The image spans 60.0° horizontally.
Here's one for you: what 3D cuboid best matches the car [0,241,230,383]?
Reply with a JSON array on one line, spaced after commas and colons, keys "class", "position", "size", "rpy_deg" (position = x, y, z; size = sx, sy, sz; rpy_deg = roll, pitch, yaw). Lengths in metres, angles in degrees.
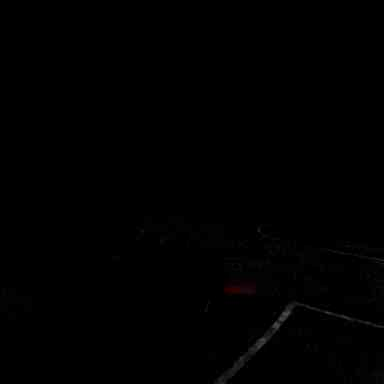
[{"class": "car", "position": [-1.243, 1.538, 5.122], "size": [2.033, 1.411, 5.357], "rpy_deg": [0, 0, 32]}]
